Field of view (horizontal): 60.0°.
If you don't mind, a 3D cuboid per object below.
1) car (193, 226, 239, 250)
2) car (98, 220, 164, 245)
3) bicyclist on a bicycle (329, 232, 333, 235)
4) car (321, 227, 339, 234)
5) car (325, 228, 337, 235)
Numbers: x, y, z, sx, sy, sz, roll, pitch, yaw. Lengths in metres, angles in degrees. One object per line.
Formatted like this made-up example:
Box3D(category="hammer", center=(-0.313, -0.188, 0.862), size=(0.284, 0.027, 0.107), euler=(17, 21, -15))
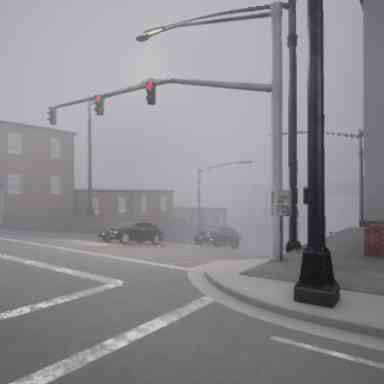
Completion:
Box3D(category="car", center=(2.376, 4.131, 30.478), size=(2.150, 2.045, 5.566), euler=(0, -13, 35))
Box3D(category="car", center=(-3.866, 2.630, 21.812), size=(1.837, 1.490, 4.892), euler=(-1, -9, 36))
Box3D(category="bicyclist on a bicycle", center=(8.680, 3.264, 20.411), size=(1.656, 1.620, 0.582), euler=(-1, -8, 36))
Box3D(category="car", center=(33.386, 9.370, 80.654), size=(1.853, 1.218, 4.536), euler=(0, 0, -11))
Box3D(category="car", center=(33.397, 9.528, 80.603), size=(2.038, 1.542, 4.974), euler=(0, 0, -11))
